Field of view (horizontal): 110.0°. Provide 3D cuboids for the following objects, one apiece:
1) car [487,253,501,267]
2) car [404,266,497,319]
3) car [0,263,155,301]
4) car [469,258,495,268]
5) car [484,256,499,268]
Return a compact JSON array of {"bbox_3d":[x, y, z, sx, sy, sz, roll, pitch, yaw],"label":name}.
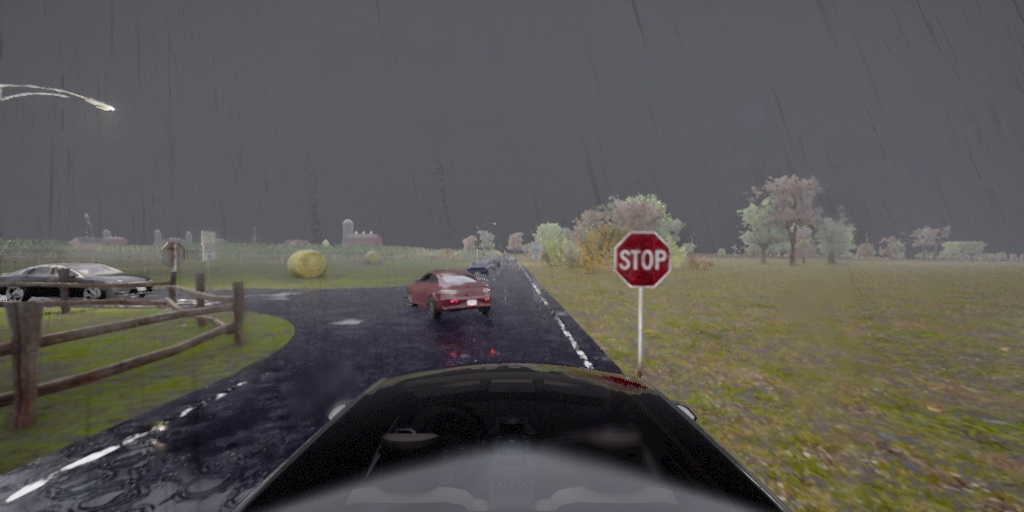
[{"bbox_3d":[-2.820,0.557,53.219,2.150,2.045,5.566,0,1,0],"label":"car"},{"bbox_3d":[-2.290,1.184,12.364,1.812,1.442,4.674,0,0,-29],"label":"car"},{"bbox_3d":[-17.325,1.039,14.395,4.902,1.511,2.128,0,1,-1],"label":"car"},{"bbox_3d":[-2.845,1.099,31.948,1.895,1.301,4.718,0,0,0],"label":"car"},{"bbox_3d":[-2.836,0.984,41.910,1.994,1.385,4.181,0,0,0],"label":"car"}]
